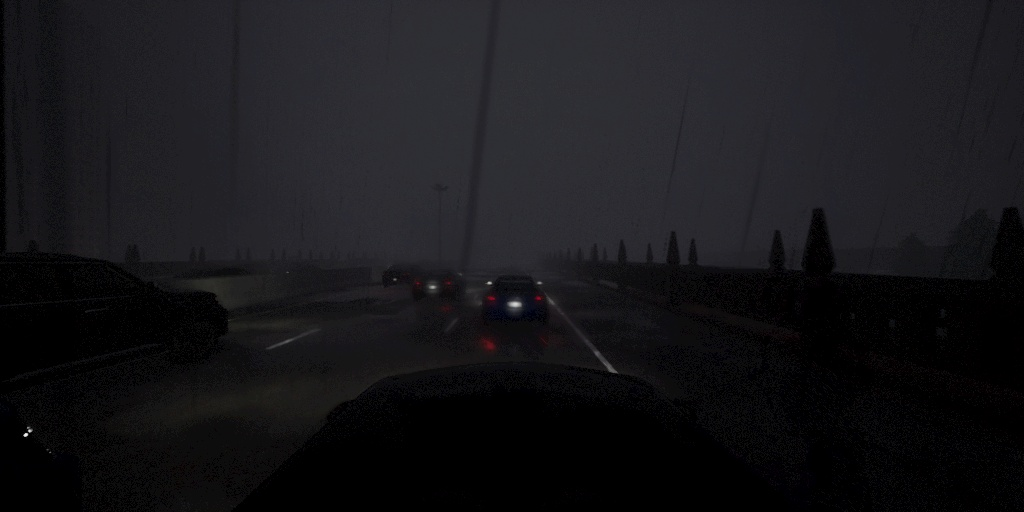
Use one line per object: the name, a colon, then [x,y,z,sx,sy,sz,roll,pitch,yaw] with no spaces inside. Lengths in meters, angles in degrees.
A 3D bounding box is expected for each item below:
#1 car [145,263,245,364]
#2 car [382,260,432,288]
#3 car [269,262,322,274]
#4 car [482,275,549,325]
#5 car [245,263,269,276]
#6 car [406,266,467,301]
car: [-6.899,0.971,4.962,2.150,2.045,5.566,0,0,0]
car: [-6.899,1.224,23.596,1.882,1.535,5.008,0,0,0]
car: [-17.595,1.236,29.444,2.128,1.511,4.902,0,0,0]
car: [0.101,1.312,11.852,1.994,1.385,4.181,0,0,0]
car: [-14.100,1.252,16.781,1.837,1.490,4.892,0,0,0]
car: [-3.400,1.311,17.387,1.994,1.385,4.181,0,0,0]
